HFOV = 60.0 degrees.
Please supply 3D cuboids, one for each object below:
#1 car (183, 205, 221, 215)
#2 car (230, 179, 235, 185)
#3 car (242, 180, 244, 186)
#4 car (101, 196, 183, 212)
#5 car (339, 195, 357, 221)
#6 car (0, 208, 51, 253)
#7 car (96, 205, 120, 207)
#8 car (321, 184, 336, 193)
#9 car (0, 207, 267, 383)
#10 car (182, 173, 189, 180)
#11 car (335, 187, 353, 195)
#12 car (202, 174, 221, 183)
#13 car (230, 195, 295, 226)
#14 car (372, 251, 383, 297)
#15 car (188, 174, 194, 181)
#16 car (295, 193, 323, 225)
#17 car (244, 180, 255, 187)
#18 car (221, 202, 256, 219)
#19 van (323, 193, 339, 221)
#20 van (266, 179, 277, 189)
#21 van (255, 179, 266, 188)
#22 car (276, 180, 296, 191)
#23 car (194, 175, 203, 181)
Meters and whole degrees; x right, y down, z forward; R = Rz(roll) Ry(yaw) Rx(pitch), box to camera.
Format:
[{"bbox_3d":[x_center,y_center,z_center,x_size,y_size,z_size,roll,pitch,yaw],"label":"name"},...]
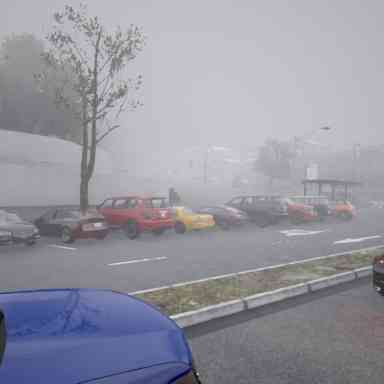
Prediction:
[{"bbox_3d":[-1.273,1.503,19.476,5.366,1.575,1.946,-1,-1,35],"label":"car"},{"bbox_3d":[10.692,-2.316,78.661,2.002,1.452,4.674,7,3,35],"label":"car"},{"bbox_3d":[12.430,-2.043,76.195,2.002,1.452,4.674,7,4,35],"label":"car"},{"bbox_3d":[-3.597,1.248,17.653,5.566,2.045,2.435,-1,-1,35],"label":"car"},{"bbox_3d":[11.239,1.404,27.961,4.553,1.767,2.185,-1,-1,35],"label":"car"},{"bbox_3d":[-8.468,1.493,14.171,4.892,1.521,2.231,-1,-1,35],"label":"car"},{"bbox_3d":[-6.045,1.524,15.913,4.792,1.488,2.163,-1,-1,35],"label":"car"},{"bbox_3d":[24.500,-0.425,58.900,2.435,2.045,5.566,7,3,35],"label":"car"},{"bbox_3d":[-2.431,1.221,1.402,5.566,2.045,2.150,0,0,-35],"label":"car"},{"bbox_3d":[0.241,-4.085,93.387,2.185,1.767,4.553,4,1,34],"label":"car"},{"bbox_3d":[26.186,0.137,56.425,2.002,1.452,4.674,7,3,35],"label":"car"},{"bbox_3d":[5.602,-3.175,86.181,1.946,1.575,5.366,7,3,34],"label":"car"},{"bbox_3d":[3.767,1.263,22.851,5.566,2.045,2.435,-1,-1,35],"label":"car"},{"bbox_3d":[5.821,1.515,7.256,4.892,1.490,1.837,0,0,-35],"label":"car"},{"bbox_3d":[1.966,-3.850,90.914,2.185,1.767,4.553,6,3,34],"label":"car"},{"bbox_3d":[6.284,1.267,24.551,5.566,2.045,2.435,-1,-1,35],"label":"car"},{"bbox_3d":[14.256,-1.811,73.871,1.946,1.575,5.366,7,3,35],"label":"car"},{"bbox_3d":[1.337,1.549,21.098,4.674,1.452,2.002,-1,-1,35],"label":"car"},{"bbox_3d":[8.826,1.297,26.216,4.442,1.987,1.878,-1,-1,35],"label":"van"},{"bbox_3d":[17.549,-1.490,68.662,1.878,1.987,4.442,7,4,35],"label":"van"},{"bbox_3d":[15.825,-1.763,71.137,1.878,1.987,4.442,7,4,35],"label":"van"},{"bbox_3d":[19.304,-0.992,66.296,2.231,1.521,4.892,7,3,35],"label":"car"},{"bbox_3d":[3.755,-3.698,88.444,2.435,2.045,5.566,7,3,34],"label":"car"}]
